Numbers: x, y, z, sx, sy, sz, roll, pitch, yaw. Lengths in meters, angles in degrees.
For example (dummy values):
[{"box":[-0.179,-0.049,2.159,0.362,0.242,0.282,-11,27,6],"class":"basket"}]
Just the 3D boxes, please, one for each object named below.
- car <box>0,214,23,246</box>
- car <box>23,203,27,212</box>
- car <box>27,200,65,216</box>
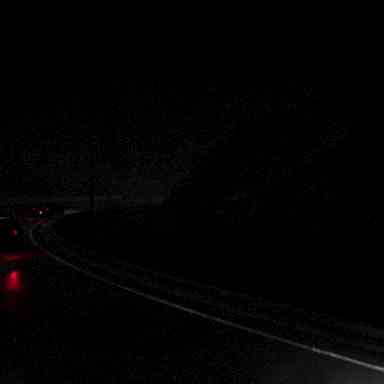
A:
[{"box":[-8.616,1.606,14.578,1.895,1.301,4.718,0,0,-31],"class":"car"},{"box":[-17.486,1.589,38.084,1.994,1.385,4.181,0,0,2],"class":"car"},{"box":[-14.238,1.624,33.217,1.895,1.301,4.718,0,0,-4],"class":"car"}]
